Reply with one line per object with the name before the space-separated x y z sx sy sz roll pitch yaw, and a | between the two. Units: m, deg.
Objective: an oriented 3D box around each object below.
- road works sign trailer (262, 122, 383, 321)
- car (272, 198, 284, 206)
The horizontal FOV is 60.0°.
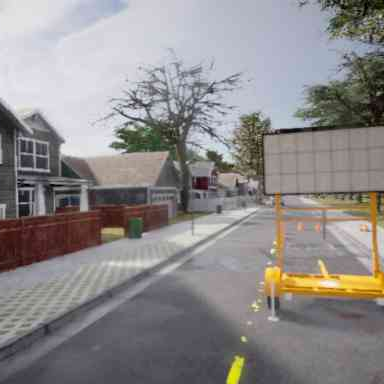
road works sign trailer | 2.733 0.444 6.921 2.380 3.560 2.880 -2 -1 17
car | 14.598 1.638 56.294 2.033 1.411 5.357 -2 -1 17
